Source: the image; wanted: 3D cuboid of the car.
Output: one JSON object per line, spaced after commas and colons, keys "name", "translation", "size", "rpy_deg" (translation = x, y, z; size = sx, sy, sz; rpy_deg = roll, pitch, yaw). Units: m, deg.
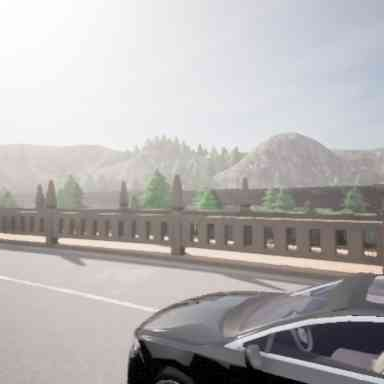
{"name": "car", "translation": [1.570, 1.485, 2.699], "size": [4.902, 1.511, 2.128], "rpy_deg": [-1, 0, 35]}
